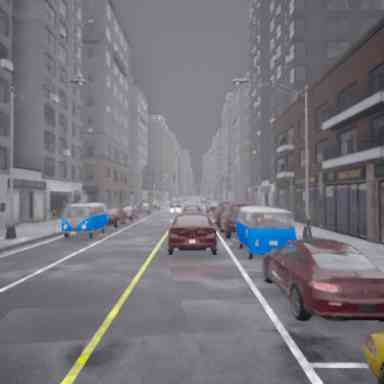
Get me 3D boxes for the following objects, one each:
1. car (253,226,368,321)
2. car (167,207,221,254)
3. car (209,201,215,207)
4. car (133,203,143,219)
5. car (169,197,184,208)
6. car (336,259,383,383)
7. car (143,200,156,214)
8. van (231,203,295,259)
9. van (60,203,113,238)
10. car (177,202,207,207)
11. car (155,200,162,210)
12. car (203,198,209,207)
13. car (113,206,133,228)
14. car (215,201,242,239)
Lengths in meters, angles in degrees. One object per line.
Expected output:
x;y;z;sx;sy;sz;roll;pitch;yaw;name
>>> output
2.671;1.654;7.147;1.802;1.307;4.206;0;-1;0;car
0.032;1.620;14.260;1.882;1.535;5.008;0;0;0;car
2.676;1.553;24.118;2.192;1.841;5.009;0;-1;0;car
-5.849;1.879;29.785;1.802;1.307;4.206;0;-1;0;car
-3.001;2.164;60.307;2.128;1.511;4.902;0;-1;0;car
2.670;1.543;1.661;1.752;1.417;4.829;0;-1;0;car
-5.847;2.014;41.090;1.802;1.307;4.206;0;-1;0;car
2.673;1.469;12.805;1.690;1.788;3.998;0;-1;0;van
-5.850;1.525;18.478;1.690;1.788;3.998;0;-1;0;van
0.029;1.848;28.525;1.994;1.385;4.181;0;-1;1;car
-5.844;2.013;52.401;1.967;1.590;4.097;0;-1;0;car
2.678;1.872;41.081;1.967;1.590;4.097;0;-1;0;car
-5.849;1.783;24.131;1.887;1.381;4.507;0;-1;0;car
2.675;1.498;18.461;2.192;1.841;5.009;0;-1;0;car
